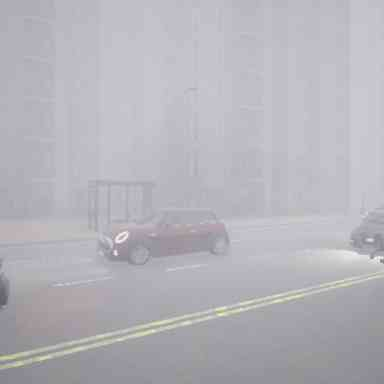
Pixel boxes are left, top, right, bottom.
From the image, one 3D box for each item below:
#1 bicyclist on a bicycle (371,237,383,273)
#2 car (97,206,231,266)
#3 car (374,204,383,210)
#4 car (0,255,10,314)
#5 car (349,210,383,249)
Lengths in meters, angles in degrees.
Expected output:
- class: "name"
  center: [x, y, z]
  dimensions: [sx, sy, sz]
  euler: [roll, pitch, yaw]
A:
- class: "bicyclist on a bicycle"
  center: [5.578, 1.455, 8.888]
  dimensions: [0.582, 1.620, 1.656]
  euler: [0, -2, -32]
- class: "car"
  center: [-0.921, 1.352, 11.625]
  dimensions: [4.553, 1.767, 2.097]
  euler: [0, 0, -32]
- class: "car"
  center: [12.130, 1.351, 19.674]
  dimensions: [4.553, 1.767, 2.097]
  euler: [0, 0, -31]
- class: "car"
  center: [-5.241, 1.502, 4.482]
  dimensions: [4.892, 1.490, 1.837]
  euler: [0, 0, -36]
- class: "car"
  center: [8.167, 1.564, 13.130]
  dimensions: [4.181, 1.385, 1.994]
  euler: [0, 0, -32]
